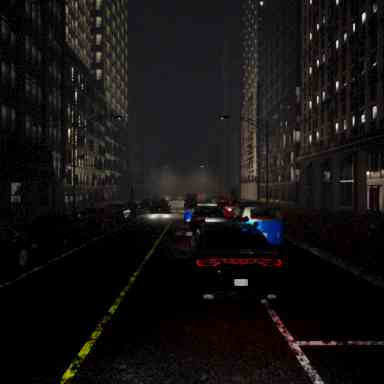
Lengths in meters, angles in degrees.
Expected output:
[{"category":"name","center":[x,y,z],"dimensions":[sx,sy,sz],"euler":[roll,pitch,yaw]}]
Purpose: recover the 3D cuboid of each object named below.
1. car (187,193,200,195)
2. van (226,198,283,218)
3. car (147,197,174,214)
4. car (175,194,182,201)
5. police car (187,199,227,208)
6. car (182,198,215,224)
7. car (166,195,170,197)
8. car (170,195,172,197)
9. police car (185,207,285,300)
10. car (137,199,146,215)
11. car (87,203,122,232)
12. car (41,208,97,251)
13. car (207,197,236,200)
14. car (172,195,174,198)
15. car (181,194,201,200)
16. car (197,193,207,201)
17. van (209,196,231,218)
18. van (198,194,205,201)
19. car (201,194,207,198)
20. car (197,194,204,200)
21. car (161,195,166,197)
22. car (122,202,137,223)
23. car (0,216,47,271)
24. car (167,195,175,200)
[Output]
[{"category":"car","center":[-0.175,1.207,59.499],"dimensions":[2.150,2.045,5.566],"euler":[0,0,0]},{"category":"van","center":[2.641,1.338,14.119],"dimensions":[1.690,1.788,3.998],"euler":[-1,0,0]},{"category":"car","center":[-3.197,1.556,34.784],"dimensions":[1.994,1.385,4.181],"euler":[0,0,0]},{"category":"car","center":[-3.255,1.329,86.087],"dimensions":[2.097,1.767,4.553],"euler":[0,0,0]},{"category":"police car","center":[0.847,1.421,18.570],"dimensions":[1.930,1.638,5.238],"euler":[0,0,0]},{"category":"car","center":[0.572,1.472,24.558],"dimensions":[1.882,1.535,5.008],"euler":[0,0,6]},{"category":"car","center":[-5.890,1.566,65.246],"dimensions":[1.802,1.307,4.206],"euler":[-1,0,0]},{"category":"car","center":[-5.909,1.422,70.929],"dimensions":[1.967,1.590,4.097],"euler":[-1,0,0]},{"category":"police car","center":[0.877,1.423,8.569],"dimensions":[1.930,1.638,5.238],"euler":[0,0,0]},{"category":"car","center":[-5.788,1.575,31.145],"dimensions":[1.802,1.307,4.206],"euler":[-1,0,0]},{"category":"car","center":[-5.754,1.540,19.777],"dimensions":[1.887,1.381,4.507],"euler":[-1,0,0]},{"category":"car","center":[-5.737,1.563,14.094],"dimensions":[1.947,1.339,4.313],"euler":[-1,0,0]},{"category":"car","center":[2.607,1.309,25.486],"dimensions":[2.192,1.841,5.009],"euler":[-1,0,0]},{"category":"car","center":[-5.941,1.504,82.127],"dimensions":[1.752,1.417,4.829],"euler":[-1,0,0]},{"category":"car","center":[-0.121,1.467,45.610],"dimensions":[1.882,1.535,5.008],"euler":[0,0,0]},{"category":"car","center":[2.436,1.293,82.323],"dimensions":[2.192,1.841,5.009],"euler":[-1,0,0]},{"category":"van","center":[2.590,1.334,31.170],"dimensions":[1.690,1.788,3.998],"euler":[-1,0,0]},{"category":"van","center":[2.420,1.317,88.006],"dimensions":[1.690,1.788,3.998],"euler":[-1,0,0]},{"category":"car","center":[2.524,1.538,53.904],"dimensions":[2.008,1.369,4.403],"euler":[-1,0,0]},{"category":"car","center":[2.404,1.414,93.690],"dimensions":[1.967,1.590,4.097],"euler":[-1,0,0]},{"category":"car","center":[-5.856,1.538,53.879],"dimensions":[2.008,1.369,4.403],"euler":[-1,0,0]},{"category":"car","center":[-5.772,1.545,25.461],"dimensions":[2.008,1.369,4.403],"euler":[-1,0,0]},{"category":"car","center":[-5.720,1.549,8.410],"dimensions":[2.008,1.369,4.403],"euler":[-1,0,0]},{"category":"car","center":[-5.976,1.540,93.665],"dimensions":[1.947,1.339,4.313],"euler":[-1,0,0]}]
